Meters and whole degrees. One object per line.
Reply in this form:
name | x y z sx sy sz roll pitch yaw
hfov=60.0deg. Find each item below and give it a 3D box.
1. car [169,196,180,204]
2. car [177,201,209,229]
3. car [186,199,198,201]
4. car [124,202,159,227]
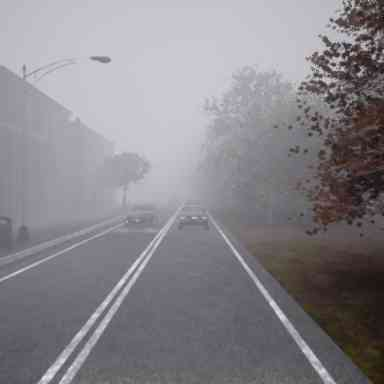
car | -3.246 1.541 63.704 1.882 1.535 5.008 0 0 1
car | 0.102 1.544 21.707 2.033 1.411 5.357 0 0 0
car | 0.102 1.554 42.665 1.994 1.385 4.181 0 0 0
car | -3.347 1.501 22.742 1.837 1.490 4.892 0 0 0
